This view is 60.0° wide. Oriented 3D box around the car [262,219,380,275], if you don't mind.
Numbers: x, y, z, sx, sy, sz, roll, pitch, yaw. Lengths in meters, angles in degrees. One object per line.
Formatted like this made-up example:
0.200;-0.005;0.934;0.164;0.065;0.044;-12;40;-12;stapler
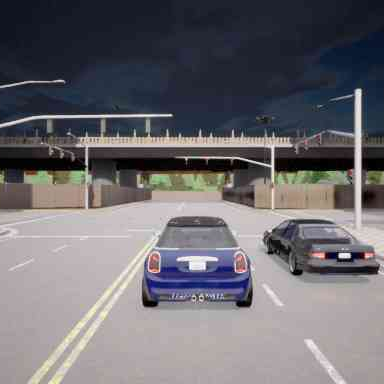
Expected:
3.600;1.547;10.356;2.033;1.411;5.357;0;0;0;car

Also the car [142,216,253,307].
0.100;1.352;8.135;2.097;1.767;4.553;0;0;0;car
